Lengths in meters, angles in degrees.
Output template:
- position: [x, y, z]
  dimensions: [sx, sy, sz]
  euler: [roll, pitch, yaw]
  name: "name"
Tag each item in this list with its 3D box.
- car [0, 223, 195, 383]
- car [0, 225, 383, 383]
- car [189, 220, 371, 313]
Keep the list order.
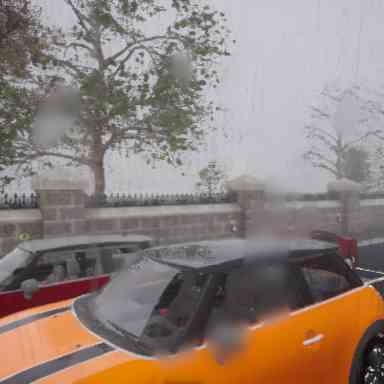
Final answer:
- position: [-2.193, 1.440, 5.001]
  dimensions: [4.097, 1.590, 1.967]
  euler: [0, 0, -36]
  name: "car"
- position: [0.042, 1.351, 3.399]
  dimensions: [4.553, 1.767, 2.097]
  euler: [0, 0, -35]
  name: "car"
- position: [2.314, 1.540, 8.215]
  dimensions: [4.507, 1.381, 1.887]
  euler: [0, 0, -36]
  name: "car"
